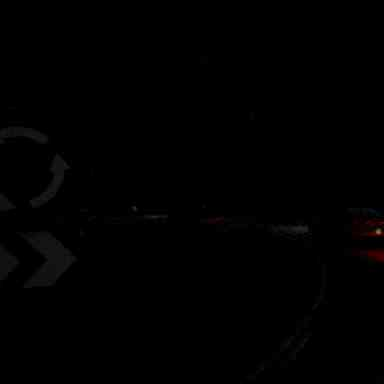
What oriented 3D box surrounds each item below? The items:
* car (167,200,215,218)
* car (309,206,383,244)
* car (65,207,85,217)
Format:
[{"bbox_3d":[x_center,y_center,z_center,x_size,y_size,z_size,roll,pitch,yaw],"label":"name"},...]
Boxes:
[{"bbox_3d":[-0.181,1.529,31.819,4.553,1.767,2.097,-1,-1,34],"label":"car"},{"bbox_3d":[6.961,1.348,15.005,1.882,1.535,5.008,0,0,-1],"label":"car"},{"bbox_3d":[-13.790,1.984,34.907,4.718,1.301,1.895,-1,0,-4],"label":"car"}]
